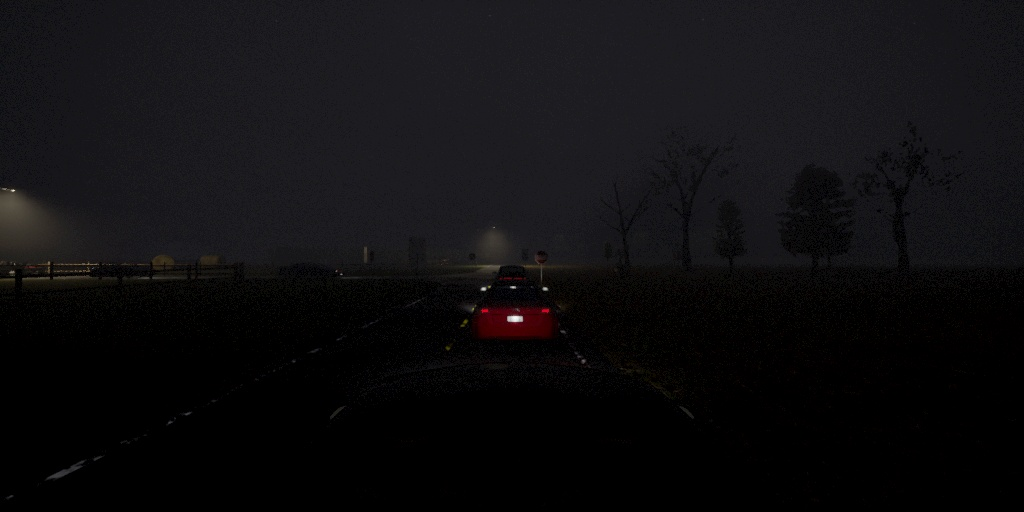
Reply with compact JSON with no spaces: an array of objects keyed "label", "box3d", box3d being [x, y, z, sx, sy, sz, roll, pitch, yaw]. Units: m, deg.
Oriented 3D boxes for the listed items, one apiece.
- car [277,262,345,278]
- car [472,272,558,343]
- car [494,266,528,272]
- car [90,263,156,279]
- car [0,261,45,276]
[{"label":"car","box3d":[-18.008,1.264,32.219,5.357,1.411,2.033,0,-1,-1]},{"label":"car","box3d":[0.068,1.315,9.668,1.994,1.385,4.181,0,0,0]},{"label":"car","box3d":[-0.022,1.258,19.883,1.837,1.490,4.892,0,0,-2]},{"label":"car","box3d":[-34.142,1.260,31.575,4.181,1.385,1.994,0,-1,-3]},{"label":"car","box3d":[-47.167,1.231,33.604,4.892,1.490,1.837,0,-1,-4]}]
